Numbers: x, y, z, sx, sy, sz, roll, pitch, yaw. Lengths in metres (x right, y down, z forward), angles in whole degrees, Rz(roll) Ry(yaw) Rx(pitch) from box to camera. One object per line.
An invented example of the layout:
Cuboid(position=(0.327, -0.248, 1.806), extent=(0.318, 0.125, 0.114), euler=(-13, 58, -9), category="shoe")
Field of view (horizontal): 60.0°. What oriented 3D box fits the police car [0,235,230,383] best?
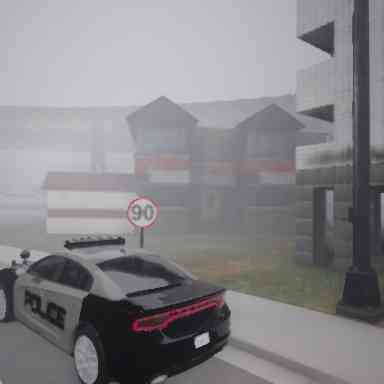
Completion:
Cuboid(position=(-1.766, 1.595, 5.753), extent=(5.238, 1.638, 1.930), euler=(-1, -3, 43), category="police car")
